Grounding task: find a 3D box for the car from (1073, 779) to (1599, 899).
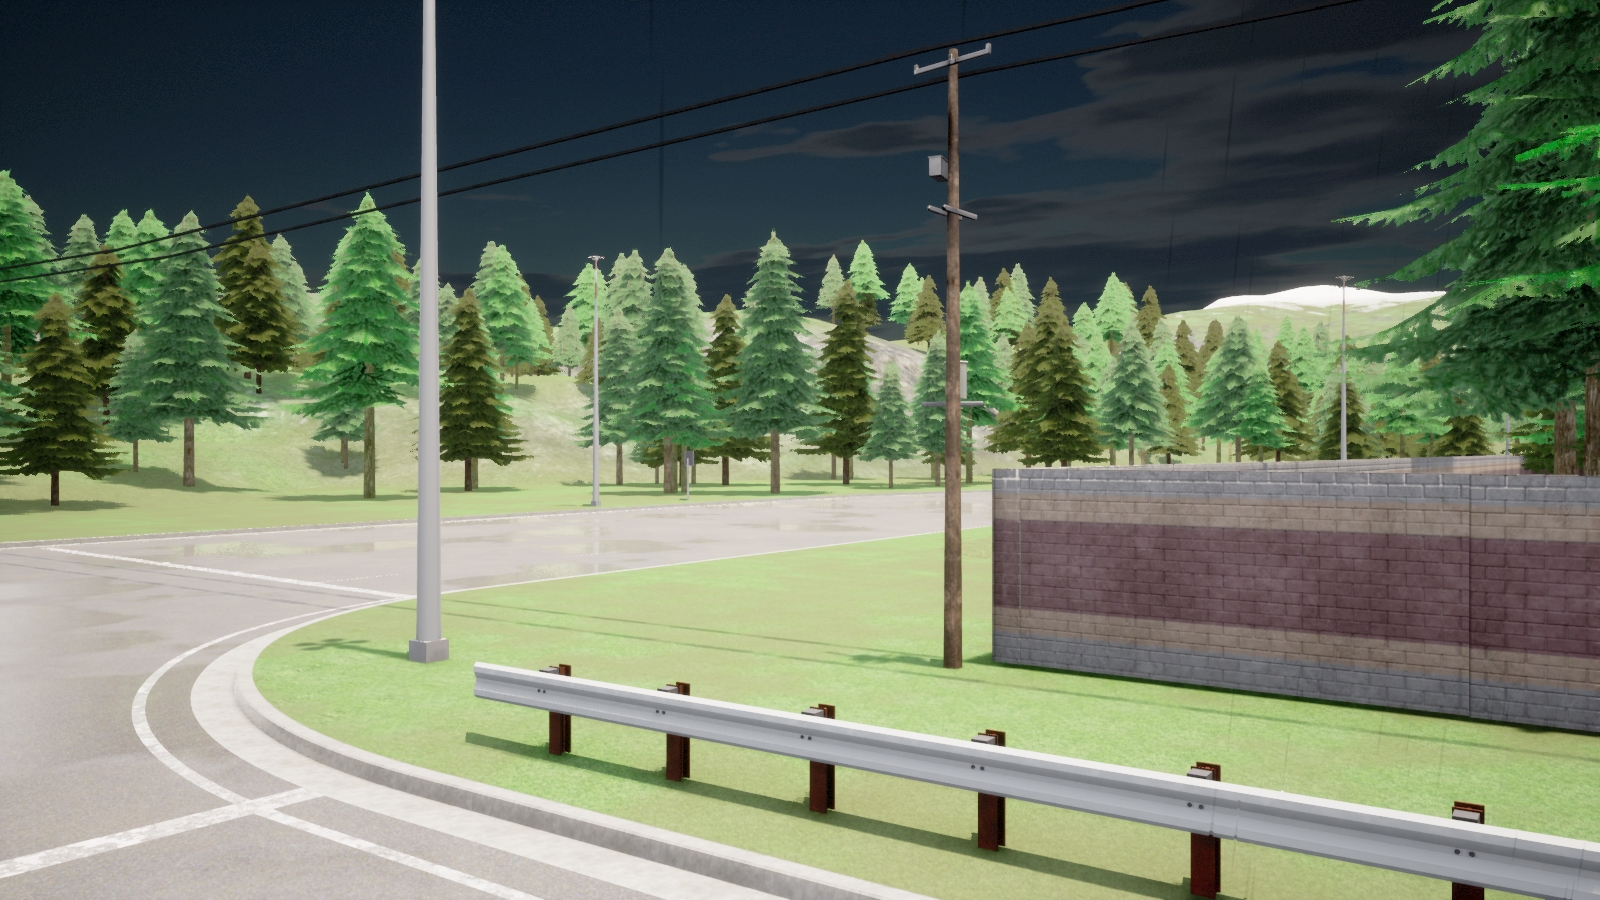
[{"bbox_3d":[3.010,1.982,1.681,5.238,1.638,2.097,0,0,35],"label":"car"}]
